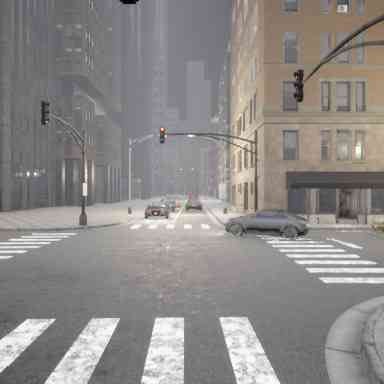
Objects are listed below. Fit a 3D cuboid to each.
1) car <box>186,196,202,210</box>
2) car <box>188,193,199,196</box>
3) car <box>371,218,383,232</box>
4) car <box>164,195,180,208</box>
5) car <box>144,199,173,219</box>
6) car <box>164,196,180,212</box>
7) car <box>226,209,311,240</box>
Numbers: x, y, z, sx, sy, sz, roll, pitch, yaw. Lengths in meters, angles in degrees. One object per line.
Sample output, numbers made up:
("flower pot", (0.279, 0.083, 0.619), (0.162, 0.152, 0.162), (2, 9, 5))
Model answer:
("car", (0.258, 1.580, 43.327), (1.994, 1.385, 4.181), (0, 0, 0))
("car", (0.345, 1.203, 70.258), (2.150, 2.045, 5.566), (0, 0, 0))
("car", (12.181, 1.519, 17.735), (4.829, 1.417, 1.752), (0, 0, -1))
("car", (-2.900, 1.369, 49.180), (2.097, 1.767, 4.553), (0, 0, 0))
("car", (-2.986, 1.574, 29.427), (1.994, 1.385, 4.181), (0, 0, 0))
("car", (-2.943, 1.506, 39.282), (2.128, 1.511, 4.902), (0, 0, 0))
("car", (3.850, 1.571, 16.997), (4.181, 1.385, 1.994), (0, 0, 29))
